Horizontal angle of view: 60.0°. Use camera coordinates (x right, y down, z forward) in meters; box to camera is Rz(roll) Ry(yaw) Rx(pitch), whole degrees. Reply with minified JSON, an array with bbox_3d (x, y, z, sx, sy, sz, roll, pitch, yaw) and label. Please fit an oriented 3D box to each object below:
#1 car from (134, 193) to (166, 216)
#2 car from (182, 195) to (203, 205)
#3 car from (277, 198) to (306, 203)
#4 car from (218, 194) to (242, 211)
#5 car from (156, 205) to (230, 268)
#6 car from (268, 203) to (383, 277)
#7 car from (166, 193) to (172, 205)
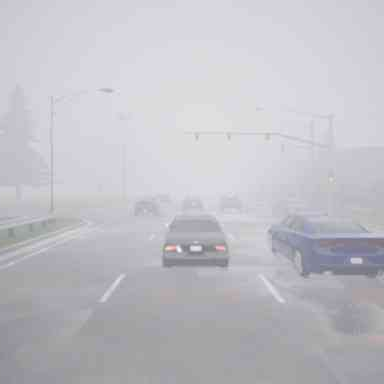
[{"bbox_3d":[-3.467,1.063,26.963,1.837,1.490,4.892,0,1,0],"label":"car"},{"bbox_3d":[0.065,1.020,33.116,1.994,1.385,4.181,0,1,0],"label":"car"},{"bbox_3d":[7.075,1.153,23.918,2.033,1.411,5.357,0,1,0],"label":"car"},{"bbox_3d":[3.567,0.966,31.951,2.128,1.511,4.902,0,1,0],"label":"car"},{"bbox_3d":[0.091,1.372,10.548,2.033,1.411,5.357,0,1,0],"label":"car"},{"bbox_3d":[3.592,1.316,9.735,1.882,1.535,5.008,0,1,0],"label":"car"},{"bbox_3d":[-3.483,0.811,41.529,2.128,1.511,4.902,0,1,0],"label":"car"}]
